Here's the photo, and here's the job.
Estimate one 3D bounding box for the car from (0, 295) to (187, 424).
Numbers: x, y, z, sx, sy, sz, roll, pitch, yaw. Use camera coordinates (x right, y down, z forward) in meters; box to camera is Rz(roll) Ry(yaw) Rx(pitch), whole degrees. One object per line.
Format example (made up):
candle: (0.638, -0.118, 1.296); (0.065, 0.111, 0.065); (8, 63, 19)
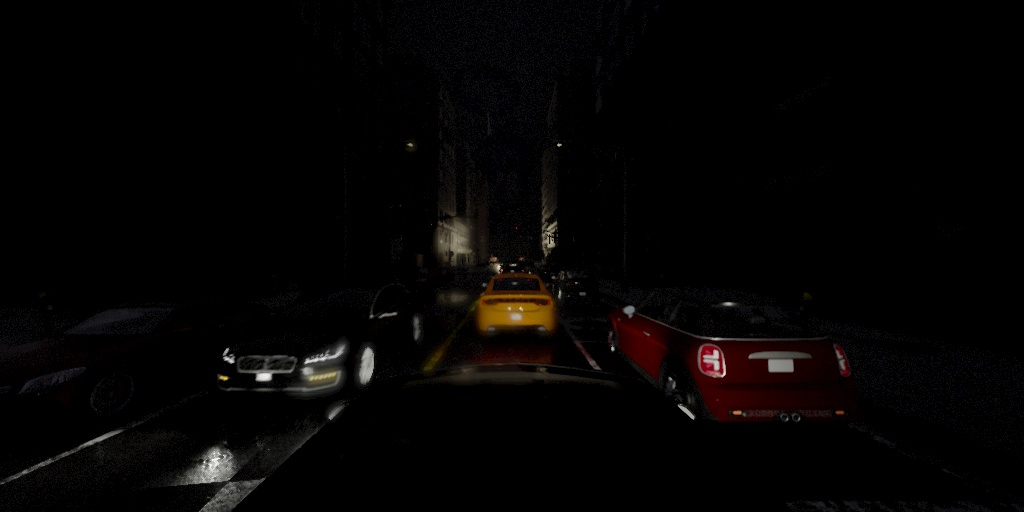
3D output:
car: (-5.661, 1.333, 5.768); (1.802, 1.307, 4.207); (0, 0, 0)

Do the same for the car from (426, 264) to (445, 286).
car: (-5.630, 1.340, 22.271); (1.802, 1.307, 4.207); (0, 0, 0)

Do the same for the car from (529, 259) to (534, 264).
car: (3.013, 1.252, 64.845); (1.967, 1.591, 4.097); (0, 0, 0)

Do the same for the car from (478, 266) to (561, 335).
car: (0.114, 1.231, 10.542); (1.882, 1.535, 5.008); (0, 0, 0)

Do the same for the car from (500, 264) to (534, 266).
car: (0.135, 1.321, 19.627); (1.994, 1.385, 4.181); (0, 0, 0)

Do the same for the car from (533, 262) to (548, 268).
car: (2.906, 1.327, 27.756); (1.948, 1.339, 4.313); (0, 0, 0)

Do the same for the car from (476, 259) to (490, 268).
car: (-5.513, 1.394, 64.875); (1.802, 1.307, 4.207); (0, 0, 0)

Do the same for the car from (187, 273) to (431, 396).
car: (-3.090, 1.256, 6.902); (1.837, 1.490, 4.892); (0, 0, 0)

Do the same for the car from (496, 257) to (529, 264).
car: (0.081, 1.114, 28.360); (2.097, 1.767, 4.553); (0, 0, 1)

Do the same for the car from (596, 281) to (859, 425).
car: (2.864, 1.191, 5.751); (1.967, 1.591, 4.097); (0, 0, 0)

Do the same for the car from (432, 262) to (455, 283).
car: (-5.619, 1.201, 27.773); (1.967, 1.591, 4.097); (0, 0, 0)

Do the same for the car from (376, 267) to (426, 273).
car: (-5.640, 1.321, 16.770); (1.948, 1.339, 4.313); (0, 0, 0)

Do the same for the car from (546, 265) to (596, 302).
car: (2.885, 1.306, 16.754); (2.007, 1.370, 4.403); (0, 0, 0)
